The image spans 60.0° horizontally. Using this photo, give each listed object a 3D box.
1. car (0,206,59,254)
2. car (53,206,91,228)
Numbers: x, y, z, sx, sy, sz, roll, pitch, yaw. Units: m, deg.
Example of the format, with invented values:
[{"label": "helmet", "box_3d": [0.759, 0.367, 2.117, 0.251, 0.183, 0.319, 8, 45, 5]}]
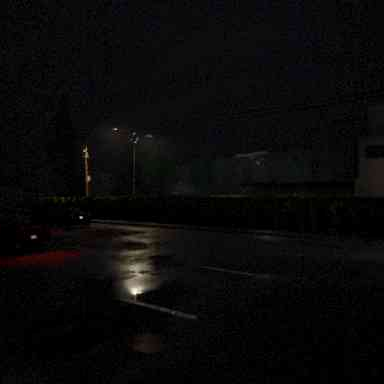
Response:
[{"label": "car", "box_3d": [-7.992, 1.564, 13.997, 5.008, 1.535, 1.882, 0, 0, 35]}, {"label": "car", "box_3d": [-9.028, 1.688, 23.337, 4.181, 1.385, 1.994, 0, 0, 36]}]
